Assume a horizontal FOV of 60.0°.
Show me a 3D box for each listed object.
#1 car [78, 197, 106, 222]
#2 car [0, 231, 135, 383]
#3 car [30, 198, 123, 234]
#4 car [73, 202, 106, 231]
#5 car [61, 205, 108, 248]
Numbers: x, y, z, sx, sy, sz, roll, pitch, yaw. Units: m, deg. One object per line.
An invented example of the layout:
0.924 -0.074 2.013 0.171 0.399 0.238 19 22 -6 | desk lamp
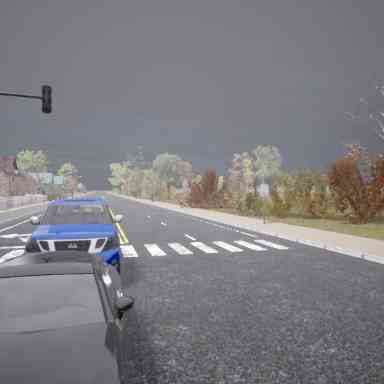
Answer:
-8.202 1.338 27.498 2.097 1.767 4.553 0 0 -15 | car
-1.705 1.524 3.878 1.812 1.442 4.674 0 0 -13 | car
-3.363 1.218 9.962 2.150 2.045 5.566 0 0 -15 | car
-6.625 1.468 21.769 1.882 1.535 5.008 0 0 -16 | car
-5.039 1.499 16.028 1.837 1.490 4.892 0 0 -15 | car
